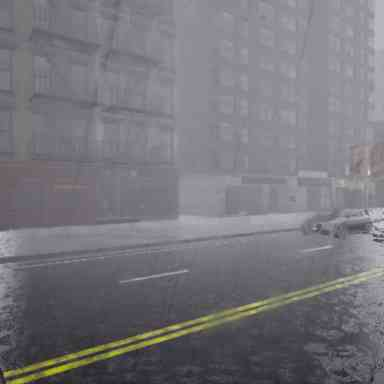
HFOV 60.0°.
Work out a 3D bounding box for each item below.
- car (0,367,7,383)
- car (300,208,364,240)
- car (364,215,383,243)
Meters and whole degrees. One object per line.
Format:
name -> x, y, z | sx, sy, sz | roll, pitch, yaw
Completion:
car -> -3.451, 1.551, 0.977 | 5.357, 1.411, 2.033 | 0, 0, -35
car -> 7.407, 1.539, 16.940 | 4.181, 1.385, 1.994 | 0, 0, -35
car -> 9.833, 1.500, 14.692 | 4.674, 1.442, 1.812 | 0, 0, -35
